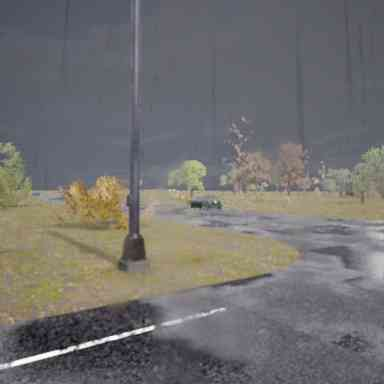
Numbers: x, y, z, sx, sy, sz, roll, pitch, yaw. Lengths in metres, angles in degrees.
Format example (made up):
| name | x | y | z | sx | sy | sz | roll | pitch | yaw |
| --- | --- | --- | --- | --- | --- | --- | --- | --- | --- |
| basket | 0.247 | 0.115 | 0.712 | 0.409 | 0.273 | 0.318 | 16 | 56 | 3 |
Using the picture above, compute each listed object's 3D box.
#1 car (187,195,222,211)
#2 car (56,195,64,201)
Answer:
| name | x | y | z | sx | sy | sz | roll | pitch | yaw |
| --- | --- | --- | --- | --- | --- | --- | --- | --- | --- |
| car | 1.388 | 1.157 | 38.521 | 2.097 | 1.767 | 4.553 | 0 | 1 | -35 |
| car | -24.138 | 0.979 | 62.616 | 1.994 | 1.385 | 4.181 | 0 | 1 | -34 |
